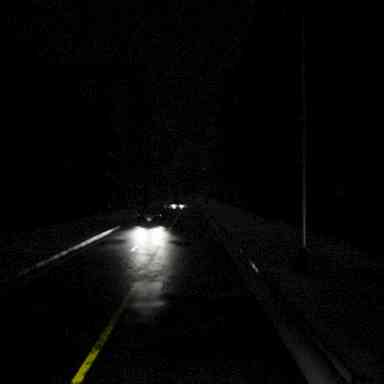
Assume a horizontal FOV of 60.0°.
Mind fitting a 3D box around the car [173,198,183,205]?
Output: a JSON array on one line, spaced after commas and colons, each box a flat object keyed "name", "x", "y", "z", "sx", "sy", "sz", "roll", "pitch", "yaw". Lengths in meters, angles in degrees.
[{"name": "car", "x": -2.770, "y": 1.866, "z": 65.804, "sx": 1.895, "sy": 1.301, "sz": 4.718, "roll": 0, "pitch": 0, "yaw": 0}]

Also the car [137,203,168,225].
[{"name": "car", "x": -2.853, "y": 1.575, "z": 24.515, "sx": 2.128, "sy": 1.511, "sz": 4.902, "roll": 0, "pitch": 0, "yaw": 0}]
